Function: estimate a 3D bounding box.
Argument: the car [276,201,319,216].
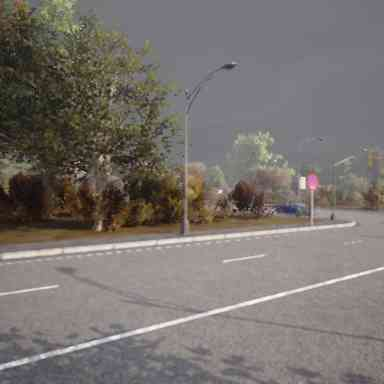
[{"bbox_3d":[11.419,1.793,36.317,1.882,1.535,5.008,1,1,-32],"label":"car"}]
